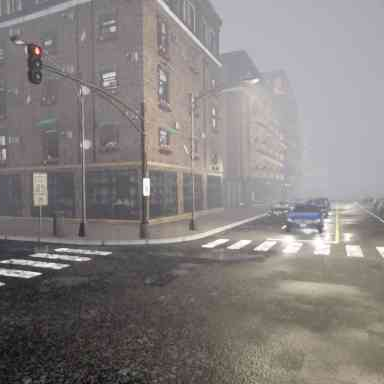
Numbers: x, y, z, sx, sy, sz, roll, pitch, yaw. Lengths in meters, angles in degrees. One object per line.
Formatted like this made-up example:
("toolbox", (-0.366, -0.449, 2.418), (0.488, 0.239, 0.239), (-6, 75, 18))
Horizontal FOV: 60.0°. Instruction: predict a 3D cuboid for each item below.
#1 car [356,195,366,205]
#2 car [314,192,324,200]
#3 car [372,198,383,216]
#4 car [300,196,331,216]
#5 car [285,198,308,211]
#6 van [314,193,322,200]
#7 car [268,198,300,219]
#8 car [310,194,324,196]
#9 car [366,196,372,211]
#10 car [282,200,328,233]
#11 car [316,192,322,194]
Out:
("car", (26.533, 1.279, 50.349), (2.008, 1.369, 4.403), (-1, 0, 24))
("car", (32.514, 1.012, 85.015), (2.192, 1.841, 5.009), (-1, 0, 24))
("car", (17.418, 1.390, 29.465), (1.802, 1.307, 4.206), (-1, 0, 24))
("car", (10.358, 1.363, 27.685), (2.128, 1.511, 4.902), (0, 0, 24))
("car", (12.012, 1.405, 38.027), (2.008, 1.369, 4.403), (-1, 0, 24))
("van", (30.237, 1.052, 79.796), (1.690, 1.788, 3.998), (-1, 0, 24))
("car", (7.454, 1.448, 27.585), (2.008, 1.369, 4.403), (-1, 0, 24))
("car", (14.393, 1.311, 36.981), (1.882, 1.535, 5.008), (0, 0, 24))
("car", (19.697, 1.338, 34.686), (2.008, 1.369, 4.403), (-1, 0, 24))
("car", (6.594, 1.434, 19.114), (1.812, 1.442, 4.674), (0, 0, 24))
("car", (23.402, 1.199, 64.132), (1.967, 1.590, 4.097), (-1, 0, 24))
